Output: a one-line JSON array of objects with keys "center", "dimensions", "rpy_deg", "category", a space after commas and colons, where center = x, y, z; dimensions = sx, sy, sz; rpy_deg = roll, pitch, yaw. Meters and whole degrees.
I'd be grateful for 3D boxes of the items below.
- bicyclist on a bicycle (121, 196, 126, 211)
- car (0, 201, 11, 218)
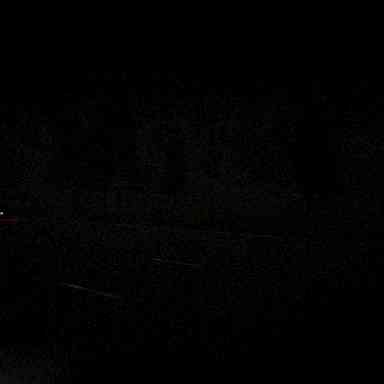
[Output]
[{"center": [-7.737, 1.314, 37.397], "dimensions": [0.582, 1.620, 1.656], "rpy_deg": [0, -2, -23], "category": "bicyclist on a bicycle"}, {"center": [-17.677, 1.505, 28.926], "dimensions": [4.892, 1.490, 1.837], "rpy_deg": [0, 0, 35], "category": "car"}]
